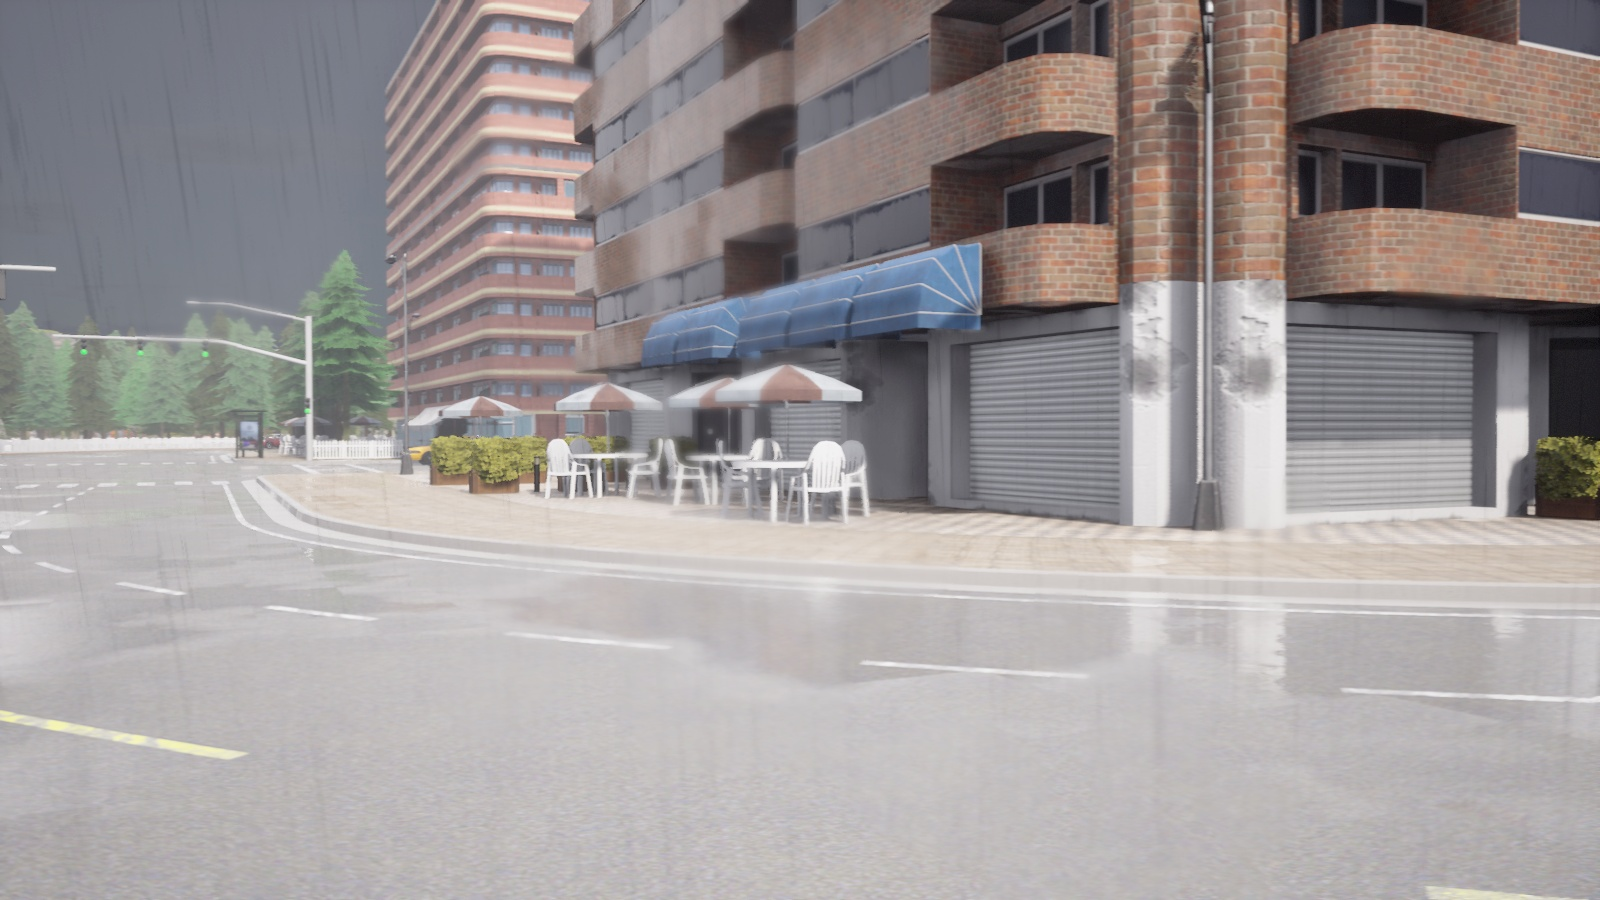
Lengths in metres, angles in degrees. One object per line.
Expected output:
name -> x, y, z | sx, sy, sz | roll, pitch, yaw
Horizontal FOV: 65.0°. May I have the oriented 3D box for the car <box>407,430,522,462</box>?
car -> -16.932, -0.197, 63.355 | 5.366, 1.575, 1.801 | 0, 1, -25
